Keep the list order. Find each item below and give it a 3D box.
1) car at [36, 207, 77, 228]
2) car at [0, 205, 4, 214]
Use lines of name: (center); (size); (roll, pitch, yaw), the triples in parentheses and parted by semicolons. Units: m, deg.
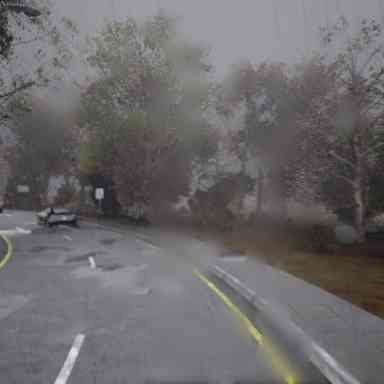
car: (-10.028, 1.755, 24.533); (1.994, 1.385, 4.181); (0, 0, -38)
car: (-21.652, 1.557, 34.759); (4.181, 1.385, 1.994); (1, 0, 30)
